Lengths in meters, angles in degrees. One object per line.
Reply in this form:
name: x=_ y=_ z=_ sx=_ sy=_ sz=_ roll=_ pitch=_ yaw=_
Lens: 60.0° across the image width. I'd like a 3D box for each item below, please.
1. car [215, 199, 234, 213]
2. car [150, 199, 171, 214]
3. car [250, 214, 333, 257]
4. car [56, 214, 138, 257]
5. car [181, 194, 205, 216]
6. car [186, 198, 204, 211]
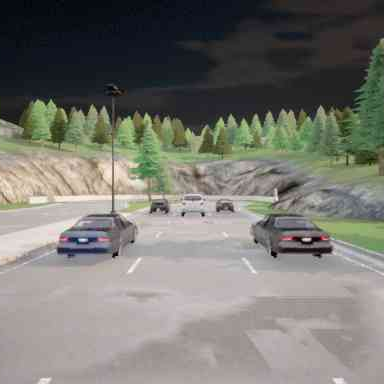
car: x=3.696 y=1.526 z=37.777 sx=1.812 sy=1.442 sz=4.674 roll=0 pitch=0 yaw=1
car: x=-3.355 y=1.503 z=35.729 sx=1.837 sy=1.490 sz=4.892 roll=0 pitch=0 yaw=1
car: x=3.599 y=1.547 z=12.953 sx=2.033 sy=1.411 sz=5.357 roll=0 pitch=0 yaw=0
car: x=-3.399 y=1.547 z=12.871 sx=2.033 sy=1.411 sz=5.357 roll=0 pitch=0 yaw=0
car: x=0.108 y=1.224 z=32.808 sx=2.150 sy=2.045 sz=5.566 roll=0 pitch=0 yaw=0
car: x=0.421 y=1.564 z=42.521 sx=1.994 sy=1.385 sz=4.181 roll=0 pitch=0 yaw=4
